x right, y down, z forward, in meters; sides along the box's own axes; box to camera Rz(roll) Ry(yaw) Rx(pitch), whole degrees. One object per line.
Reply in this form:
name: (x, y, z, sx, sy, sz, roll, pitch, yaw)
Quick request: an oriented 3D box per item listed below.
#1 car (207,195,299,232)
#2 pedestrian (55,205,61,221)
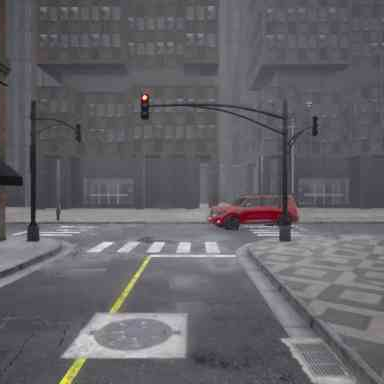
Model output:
car: (3.713, 1.214, 20.229, 5.566, 2.045, 2.150, 0, 0, -14)
pedestrian: (-9.817, 1.532, 24.418, 0.500, 1.100, 0.500, 0, 0, 1)
